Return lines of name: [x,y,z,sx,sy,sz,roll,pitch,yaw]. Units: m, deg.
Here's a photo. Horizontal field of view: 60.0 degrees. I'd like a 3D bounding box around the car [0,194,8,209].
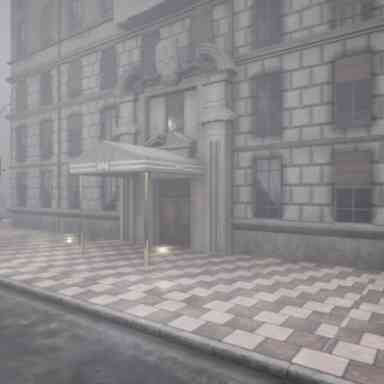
car: [-26.727,1.220,42.715,2.150,2.045,5.566,0,0,35]
